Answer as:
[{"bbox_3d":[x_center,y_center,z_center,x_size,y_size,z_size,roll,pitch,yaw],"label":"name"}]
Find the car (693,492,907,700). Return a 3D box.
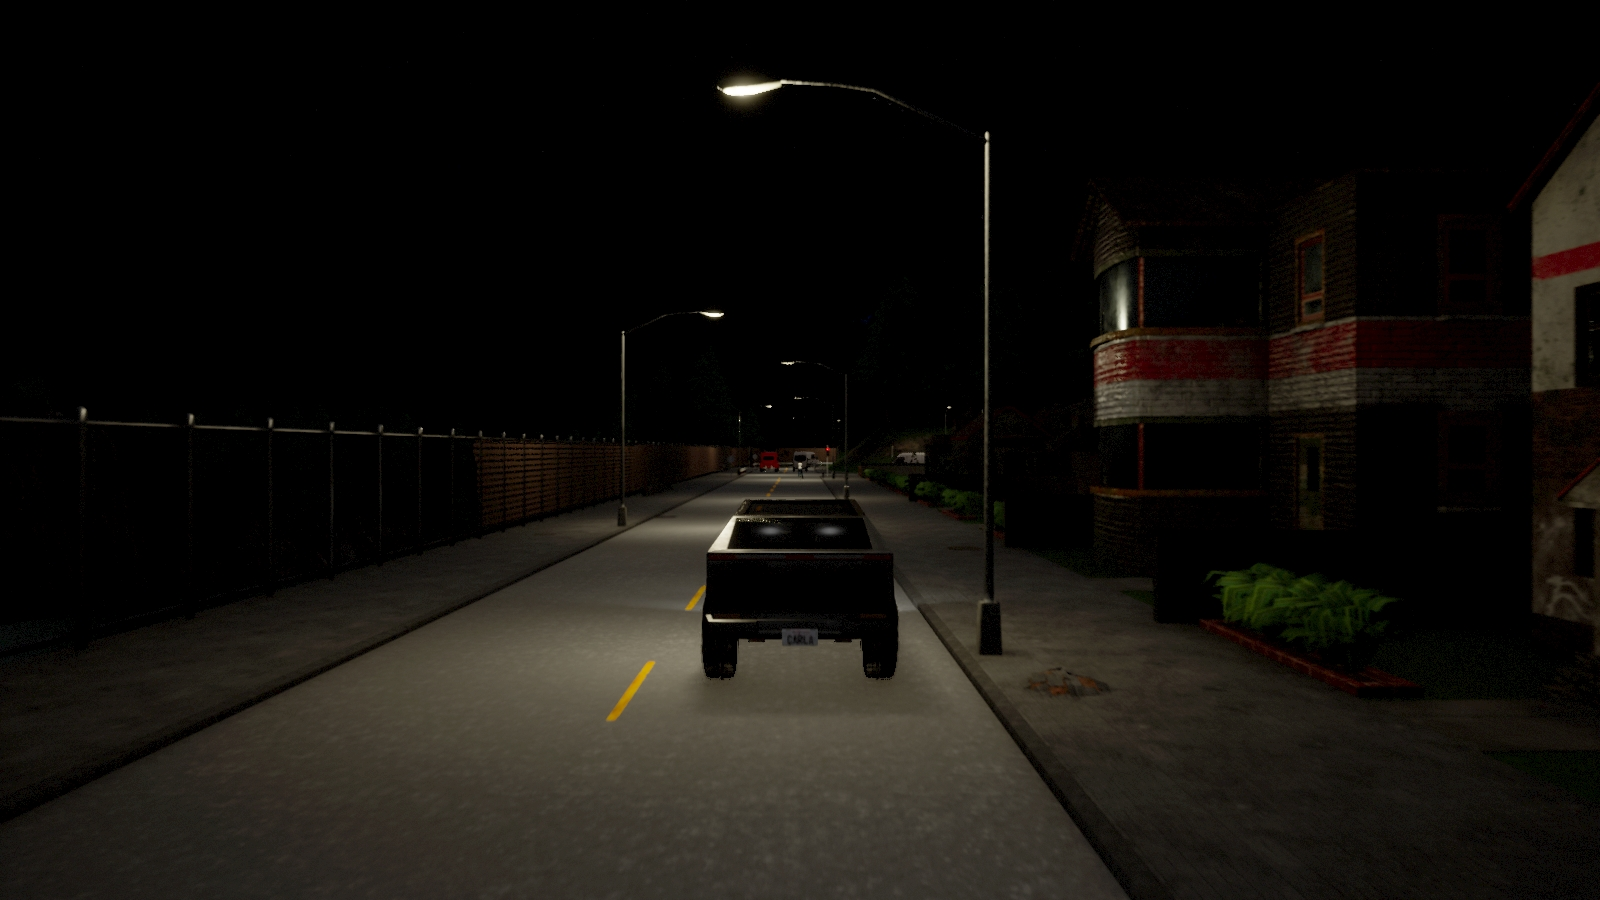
[{"bbox_3d":[0.000,1.753,15.946,2.390,2.098,6.274,0,0,0],"label":"car"}]
